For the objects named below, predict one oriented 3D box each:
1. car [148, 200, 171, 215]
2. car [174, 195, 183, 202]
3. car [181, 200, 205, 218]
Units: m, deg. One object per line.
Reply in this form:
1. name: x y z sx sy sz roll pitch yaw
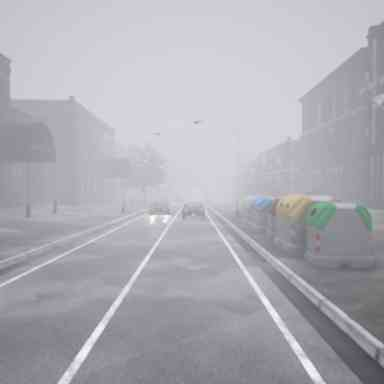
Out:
1. car: -3.082 1.512 32.409 1.994 1.385 4.181 0 0 0
2. car: -2.980 1.459 73.200 1.882 1.535 5.008 0 0 0
3. car: 0.111 1.562 29.300 1.895 1.301 4.718 0 0 0
